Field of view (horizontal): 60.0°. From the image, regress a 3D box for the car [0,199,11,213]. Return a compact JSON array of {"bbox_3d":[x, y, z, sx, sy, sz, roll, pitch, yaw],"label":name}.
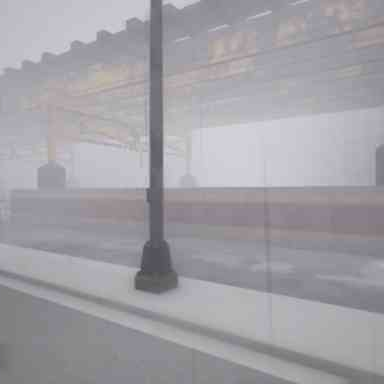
[{"bbox_3d":[-19.184,1.308,32.871,4.536,1.218,1.853,0,0,-1],"label":"car"}]
